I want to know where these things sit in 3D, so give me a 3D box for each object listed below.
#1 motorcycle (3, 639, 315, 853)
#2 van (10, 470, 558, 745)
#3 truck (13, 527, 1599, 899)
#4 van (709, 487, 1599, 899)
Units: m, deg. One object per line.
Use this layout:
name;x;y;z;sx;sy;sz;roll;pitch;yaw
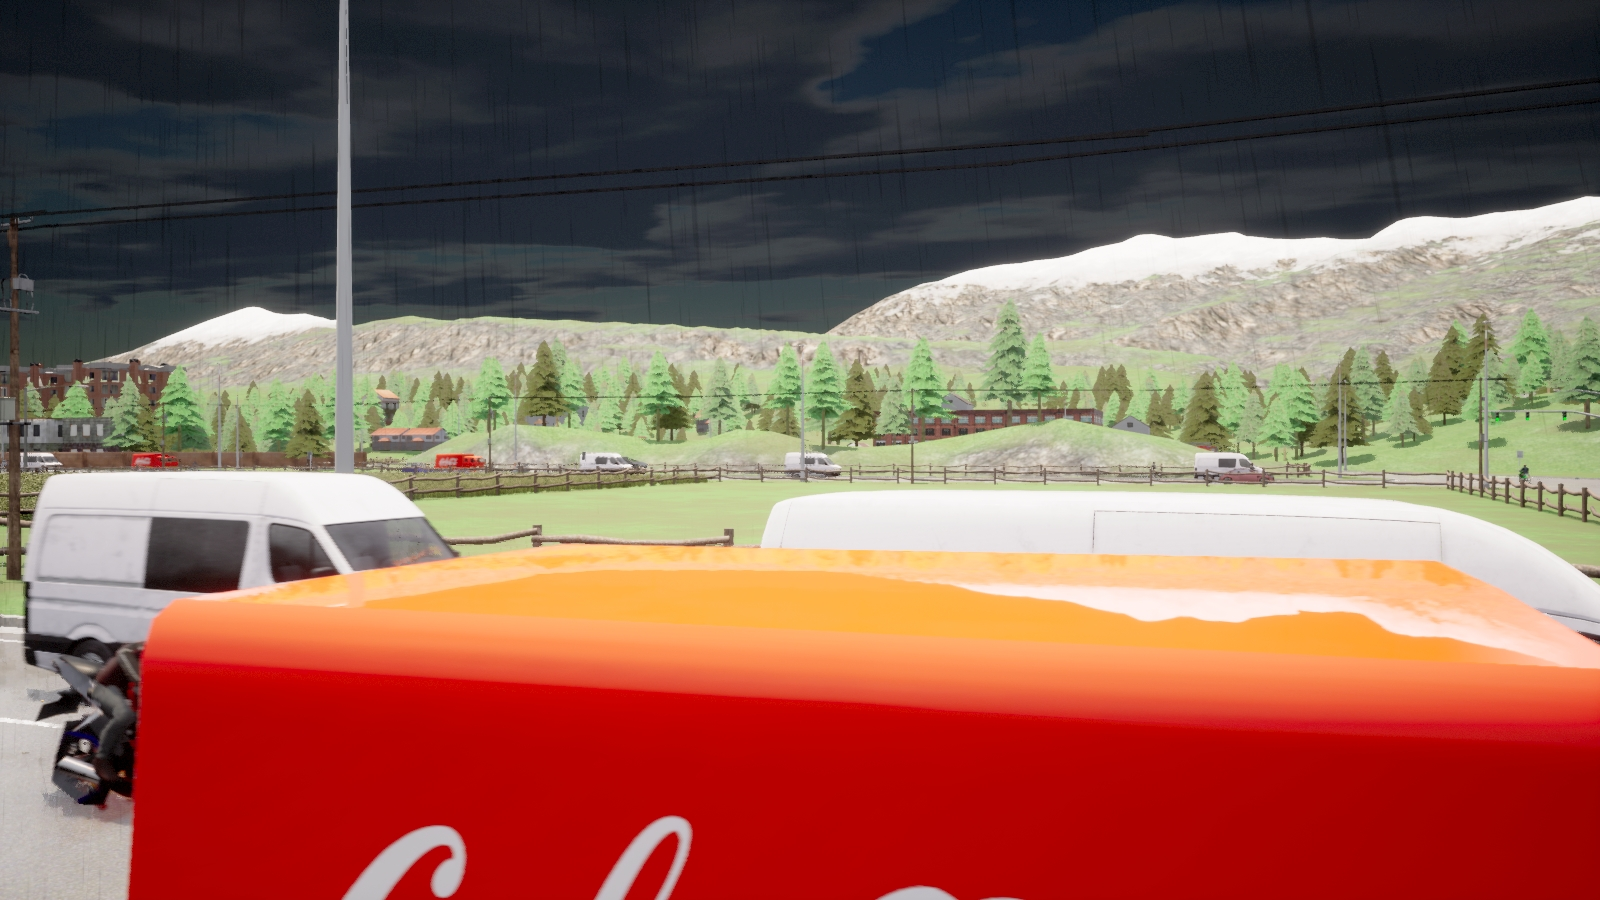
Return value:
motorcycle;-4.945;2.210;8.821;2.209;1.251;0.867;0;0;20
van;-5.834;1.541;12.866;5.915;2.561;1.988;0;0;20
truck;1.043;1.572;2.999;5.204;2.467;2.627;0;0;21
van;2.633;1.535;6.060;5.915;2.561;1.988;0;0;20
